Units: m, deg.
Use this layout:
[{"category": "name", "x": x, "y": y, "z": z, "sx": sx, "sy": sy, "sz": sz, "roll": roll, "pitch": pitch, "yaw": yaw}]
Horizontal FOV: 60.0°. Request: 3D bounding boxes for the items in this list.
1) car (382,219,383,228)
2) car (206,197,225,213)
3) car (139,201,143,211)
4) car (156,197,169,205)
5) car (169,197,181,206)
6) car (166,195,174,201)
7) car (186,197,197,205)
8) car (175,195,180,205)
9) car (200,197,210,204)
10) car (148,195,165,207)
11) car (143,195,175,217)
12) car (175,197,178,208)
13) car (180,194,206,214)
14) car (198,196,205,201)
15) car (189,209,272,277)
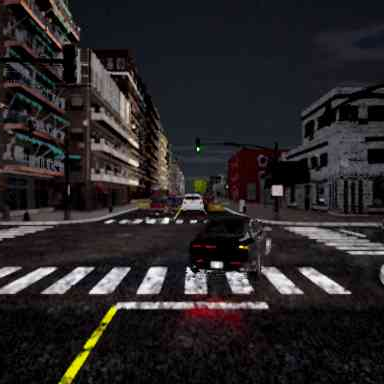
[{"category": "car", "x": 13.436, "y": 1.568, "z": 18.844, "sx": 4.902, "sy": 1.511, "sz": 2.128, "roll": 0, "pitch": 0, "yaw": 0}, {"category": "car", "x": 2.682, "y": 1.582, "z": 37.124, "sx": 1.752, "sy": 1.417, "sz": 4.829, "roll": 0, "pitch": 0, "yaw": 0}, {"category": "car", "x": -5.700, "y": 1.592, "z": 42.320, "sx": 1.752, "sy": 1.417, "sz": 4.829, "roll": 0, "pitch": 0, "yaw": 0}, {"category": "car", "x": -5.707, "y": 1.668, "z": 64.647, "sx": 2.008, "sy": 1.369, "sz": 4.403, "roll": 0, "pitch": 0, "yaw": 0}, {"category": "car", "x": -3.018, "y": 1.670, "z": 60.047, "sx": 1.994, "sy": 1.385, "sz": 4.181, "roll": 0, "pitch": 0, "yaw": 0}, {"category": "car", "x": -5.713, "y": 1.622, "z": 86.804, "sx": 1.967, "sy": 1.590, "sz": 4.097, "roll": 0, "pitch": 0, "yaw": 0}, {"category": "car", "x": -0.015, "y": 1.663, "z": 63.707, "sx": 2.033, "sy": 1.411, "sz": 5.357, "roll": 0, "pitch": 0, "yaw": 0}, {"category": "car", "x": -3.028, "y": 1.608, "z": 50.032, "sx": 1.812, "sy": 1.442, "sz": 4.674, "roll": 0, "pitch": 0, "yaw": 0}, {"category": "car", "x": 2.673, "y": 1.683, "z": 70.189, "sx": 2.008, "sy": 1.369, "sz": 4.403, "roll": 0, "pitch": 0, "yaw": 0}, {"category": "car", "x": -5.702, "y": 1.405, "z": 53.569, "sx": 2.192, "sy": 1.841, "sz": 5.009, "roll": 0, "pitch": 0, "yaw": 0}, {"category": "car", "x": -3.108, "y": 1.399, "z": 32.033, "sx": 2.097, "sy": 1.767, "sz": 4.553, "roll": 0, "pitch": 0, "yaw": 0}, {"category": "car", "x": -3.087, "y": 1.665, "z": 40.976, "sx": 1.895, "sy": 1.301, "sz": 4.718, "roll": 0, "pitch": 0, "yaw": 0}, {"category": "car", "x": 0.088, "y": 1.276, "z": 36.314, "sx": 2.150, "sy": 2.045, "sz": 5.566, "roll": 0, "pitch": 0, "yaw": 0}, {"category": "car", "x": 2.666, "y": 1.725, "z": 92.516, "sx": 1.752, "sy": 1.417, "sz": 4.829, "roll": 0, "pitch": 0, "yaw": 0}, {"category": "car", "x": 1.329, "y": 1.507, "z": 10.389, "sx": 1.837, "sy": 1.490, "sz": 4.892, "roll": -1, "pitch": 0, "yaw": 17}]
